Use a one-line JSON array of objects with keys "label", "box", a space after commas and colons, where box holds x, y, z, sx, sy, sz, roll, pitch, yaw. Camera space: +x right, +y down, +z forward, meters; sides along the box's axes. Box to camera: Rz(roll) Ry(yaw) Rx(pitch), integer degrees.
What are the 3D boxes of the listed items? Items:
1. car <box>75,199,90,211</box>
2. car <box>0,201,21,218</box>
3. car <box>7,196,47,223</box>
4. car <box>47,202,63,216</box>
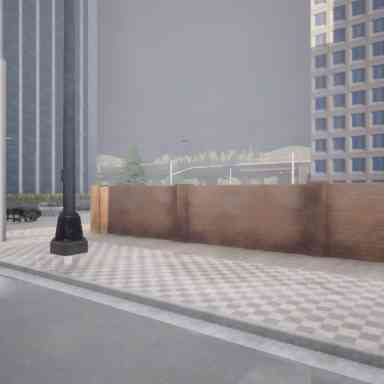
[{"label": "car", "box": [-12.366, 1.547, 37.458, 2.033, 1.411, 5.357, 0, 0, 35]}, {"label": "car", "box": [-18.176, 1.547, 29.228, 2.033, 1.411, 5.357, 0, 0, 32]}, {"label": "car", "box": [-13.527, 1.221, 23.250, 2.150, 2.045, 5.566, 0, 0, 35]}, {"label": "car", "box": [-13.373, 1.601, 29.922, 1.895, 1.301, 4.718, 0, 0, 35]}]
